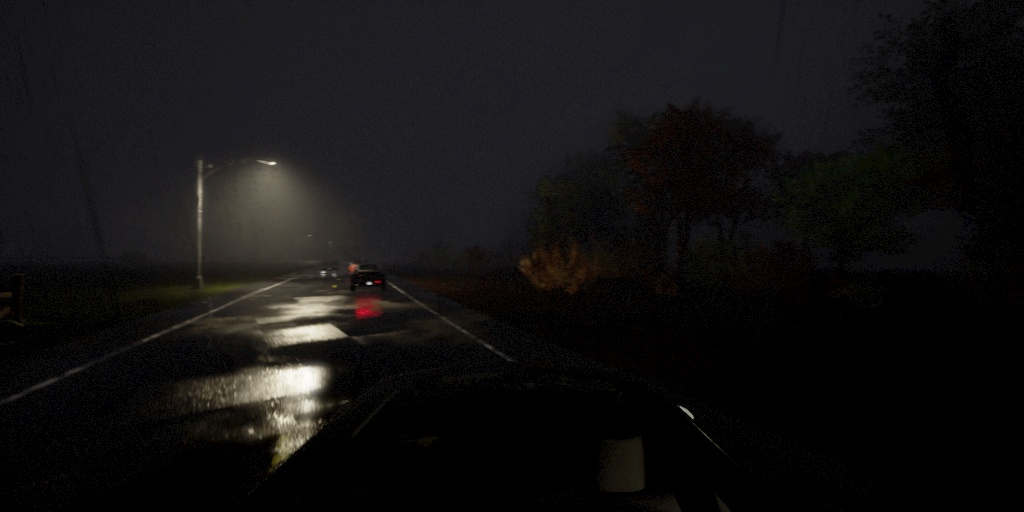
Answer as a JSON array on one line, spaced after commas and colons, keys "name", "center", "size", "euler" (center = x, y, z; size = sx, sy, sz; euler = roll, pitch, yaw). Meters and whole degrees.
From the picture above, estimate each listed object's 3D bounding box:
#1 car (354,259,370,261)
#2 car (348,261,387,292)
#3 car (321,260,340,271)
[{"name": "car", "center": [-14.436, 1.033, 34.505], "size": [2.097, 1.767, 4.553], "euler": [1, 0, -23]}, {"name": "car", "center": [-8.579, 1.217, 21.347], "size": [1.837, 1.490, 4.892], "euler": [1, -1, -24]}, {"name": "car", "center": [-22.996, 1.163, 45.619], "size": [2.033, 1.411, 5.357], "euler": [1, 0, -23]}]
